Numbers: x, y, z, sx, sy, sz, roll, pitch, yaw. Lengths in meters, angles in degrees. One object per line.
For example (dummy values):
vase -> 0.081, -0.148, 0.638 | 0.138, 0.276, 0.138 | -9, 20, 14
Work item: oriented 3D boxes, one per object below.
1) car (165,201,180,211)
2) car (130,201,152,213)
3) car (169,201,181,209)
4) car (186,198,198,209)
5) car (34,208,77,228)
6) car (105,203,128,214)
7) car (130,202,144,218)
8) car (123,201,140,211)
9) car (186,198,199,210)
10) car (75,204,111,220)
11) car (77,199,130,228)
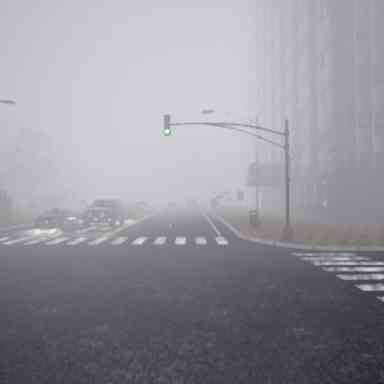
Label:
car -> -3.283, 2.275, 54.069 | 1.812, 1.442, 4.674 | 0, -1, 0
car -> -6.612, 1.958, 45.122 | 2.097, 1.767, 4.553 | 0, -1, 0
car -> -3.289, 2.468, 64.071 | 2.033, 1.411, 5.357 | 0, -1, 0
car -> 0.018, 2.164, 65.339 | 2.150, 2.045, 5.566 | 0, -1, 0
car -> -9.862, 1.873, 24.513 | 1.994, 1.385, 4.181 | 0, -1, 0
car -> -9.859, 2.148, 43.688 | 1.994, 1.385, 4.181 | 0, -1, 1
car -> -6.618, 2.060, 35.349 | 1.895, 1.301, 4.718 | 0, -1, 0
car -> -9.832, 2.254, 54.008 | 1.837, 1.490, 4.892 | 0, -1, 0
car -> 0.069, 2.120, 55.210 | 2.097, 1.767, 4.553 | 0, -1, 0
car -> -9.866, 1.984, 33.755 | 2.033, 1.411, 5.357 | 0, -1, 0
car -> -6.614, 1.545, 25.593 | 2.150, 2.045, 5.566 | 0, -1, 0
